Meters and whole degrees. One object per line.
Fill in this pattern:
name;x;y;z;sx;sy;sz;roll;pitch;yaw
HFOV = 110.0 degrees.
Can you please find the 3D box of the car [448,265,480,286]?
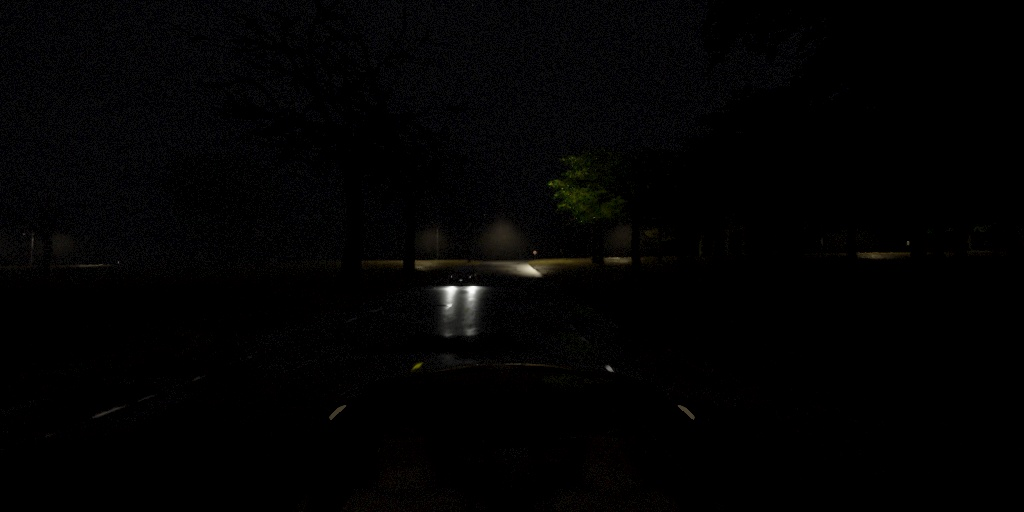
car;-3.583;1.431;27.504;1.812;1.442;4.674;0;0;0
